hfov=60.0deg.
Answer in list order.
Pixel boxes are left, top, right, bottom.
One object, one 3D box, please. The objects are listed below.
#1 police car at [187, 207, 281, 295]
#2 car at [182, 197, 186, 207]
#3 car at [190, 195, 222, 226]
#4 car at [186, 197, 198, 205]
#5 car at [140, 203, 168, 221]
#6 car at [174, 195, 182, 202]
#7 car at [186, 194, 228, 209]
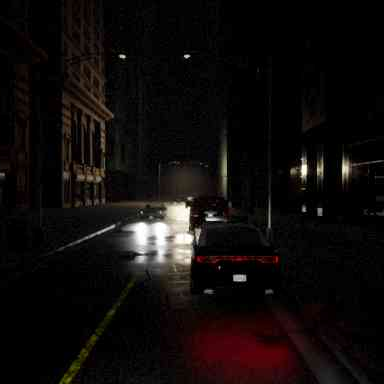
[{"bbox_3d":[0.906,1.425,8.876,1.930,1.638,5.238,0,0,0],"label":"police car"},{"bbox_3d":[0.057,1.508,46.180,2.128,1.511,4.902,0,0,0],"label":"car"},{"bbox_3d":[0.923,1.234,24.797,2.150,2.045,5.566,0,0,0],"label":"car"},{"bbox_3d":[0.058,1.564,59.869,2.033,1.411,5.357,0,0,0],"label":"car"},{"bbox_3d":[-3.074,1.611,27.268,1.895,1.301,4.718,0,0,0],"label":"car"},{"bbox_3d":[-2.928,1.489,74.953,1.882,1.535,5.008,0,0,0],"label":"car"},{"bbox_3d":[0.917,1.230,18.796,2.150,2.045,5.566,0,0,0],"label":"car"}]
